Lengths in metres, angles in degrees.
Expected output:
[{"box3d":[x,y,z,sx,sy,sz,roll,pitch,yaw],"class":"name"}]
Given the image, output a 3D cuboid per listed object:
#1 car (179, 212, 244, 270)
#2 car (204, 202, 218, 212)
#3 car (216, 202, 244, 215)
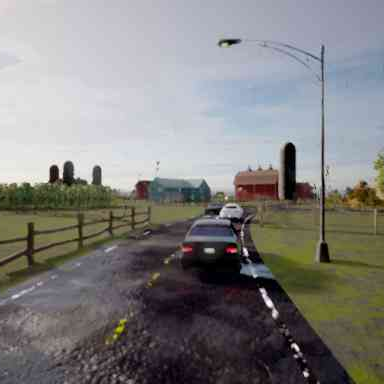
[{"box3d":[0.717,1.646,11.463,2.033,1.411,5.357,0,0,6],"class":"car"},{"box3d":[2.840,1.888,38.660,2.033,1.411,5.357,0,-1,16],"class":"car"},{"box3d":[3.626,1.792,29.834,1.812,1.442,4.674,0,0,13],"class":"car"}]
